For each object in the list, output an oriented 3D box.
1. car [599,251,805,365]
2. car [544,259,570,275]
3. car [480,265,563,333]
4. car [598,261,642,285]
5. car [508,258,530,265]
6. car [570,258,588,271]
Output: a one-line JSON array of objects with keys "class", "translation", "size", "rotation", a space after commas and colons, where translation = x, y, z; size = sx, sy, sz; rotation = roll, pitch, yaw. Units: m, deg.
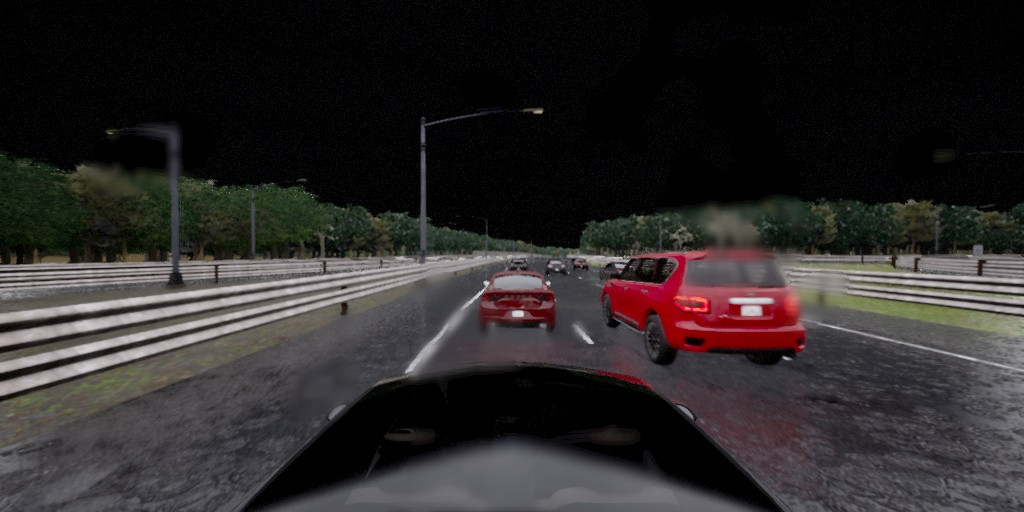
[{"class": "car", "translation": [3.634, 0.923, 8.092], "size": [2.150, 2.045, 5.566], "rotation": [0, 0, 0]}, {"class": "car", "translation": [4.145, 1.046, 34.706], "size": [1.812, 1.442, 4.674], "rotation": [0, 0, 2]}, {"class": "car", "translation": [0.158, 1.164, 10.549], "size": [1.882, 1.535, 5.008], "rotation": [0, 0, 0]}, {"class": "car", "translation": [7.338, 1.114, 24.894], "size": [1.812, 1.442, 4.674], "rotation": [0, 0, 2]}, {"class": "car", "translation": [0.672, 1.010, 35.520], "size": [1.837, 1.490, 4.892], "rotation": [0, -1, 2]}, {"class": "car", "translation": [7.946, 0.966, 43.070], "size": [1.837, 1.490, 4.892], "rotation": [0, -1, 2]}]
